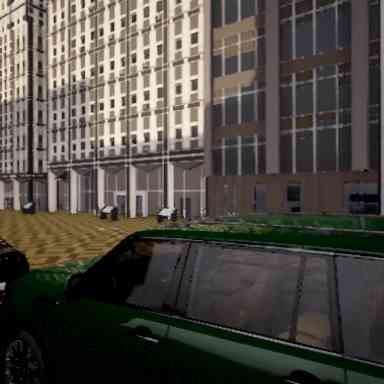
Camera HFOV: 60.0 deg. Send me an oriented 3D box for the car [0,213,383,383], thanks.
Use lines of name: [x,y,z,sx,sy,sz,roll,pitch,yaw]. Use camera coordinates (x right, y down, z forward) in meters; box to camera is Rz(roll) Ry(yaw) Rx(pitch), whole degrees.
car: [0.340,1.227,3.145,5.566,2.045,2.150,0,0,36]
